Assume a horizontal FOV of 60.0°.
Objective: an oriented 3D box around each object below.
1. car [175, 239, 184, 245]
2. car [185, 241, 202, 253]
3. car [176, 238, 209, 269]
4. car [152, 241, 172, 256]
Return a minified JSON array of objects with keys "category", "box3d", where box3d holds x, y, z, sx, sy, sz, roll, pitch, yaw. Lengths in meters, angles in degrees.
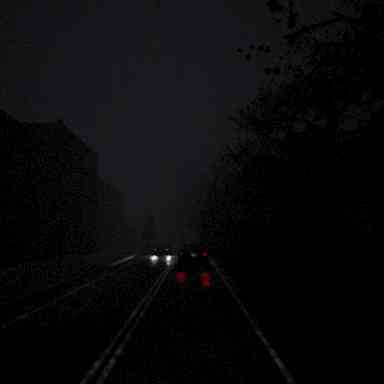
[{"category":"car","box3d":[-2.911,11.753,78.811,1.812,1.442,4.674,0,-8,0]},{"category":"car","box3d":[0.205,7.024,42.728,2.033,1.411,5.357,0,-8,0]},{"category":"car","box3d":[0.106,4.434,23.903,2.097,1.767,4.553,0,-7,1]},{"category":"car","box3d":[-3.259,6.237,37.240,1.882,1.535,5.008,0,-7,0]}]
